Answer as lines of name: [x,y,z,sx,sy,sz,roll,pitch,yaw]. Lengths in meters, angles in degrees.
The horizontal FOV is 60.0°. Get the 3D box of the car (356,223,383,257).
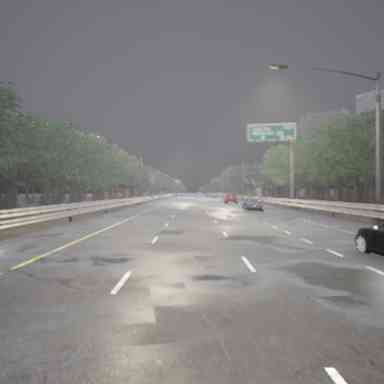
car: [7.003,1.495,10.334,1.882,1.535,5.008,0,0,0]

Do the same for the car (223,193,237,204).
car: [7.143,1.178,62.565,2.150,2.045,5.566,0,0,0]

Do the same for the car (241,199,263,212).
car: [7.070,1.543,39.327,1.994,1.385,4.181,0,0,0]
